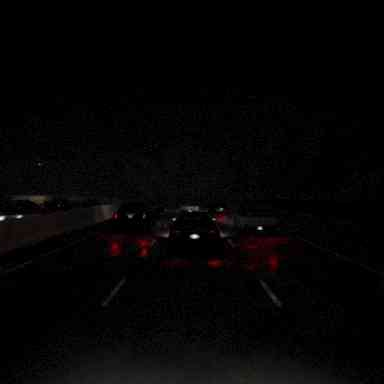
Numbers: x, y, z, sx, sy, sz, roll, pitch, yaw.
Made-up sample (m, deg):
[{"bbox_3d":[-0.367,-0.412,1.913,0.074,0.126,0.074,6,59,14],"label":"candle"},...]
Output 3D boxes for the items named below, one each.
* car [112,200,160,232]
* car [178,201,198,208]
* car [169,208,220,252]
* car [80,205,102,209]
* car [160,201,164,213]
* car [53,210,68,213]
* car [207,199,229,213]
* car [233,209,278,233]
[{"bbox_3d":[-3.401,1.381,20.449,2.097,1.767,4.553,0,0,0],"label":"car"},{"bbox_3d":[-0.453,1.651,35.890,1.895,1.301,4.718,0,0,-5],"label":"car"},{"bbox_3d":[0.098,1.584,14.039,1.994,1.385,4.181,0,0,0],"label":"car"},{"bbox_3d":[-11.369,1.559,37.568,1.837,1.490,4.892,0,0,-7],"label":"car"},{"bbox_3d":[-4.217,1.617,37.980,1.994,1.385,4.181,0,0,-6],"label":"car"},{"bbox_3d":[-14.791,1.401,36.451,2.097,1.767,4.553,0,0,-6],"label":"car"},{"bbox_3d":[2.879,1.558,37.480,1.837,1.490,4.892,0,0,-5],"label":"car"},{"bbox_3d":[3.598,1.629,19.794,1.895,1.301,4.718,0,0,0],"label":"car"}]
